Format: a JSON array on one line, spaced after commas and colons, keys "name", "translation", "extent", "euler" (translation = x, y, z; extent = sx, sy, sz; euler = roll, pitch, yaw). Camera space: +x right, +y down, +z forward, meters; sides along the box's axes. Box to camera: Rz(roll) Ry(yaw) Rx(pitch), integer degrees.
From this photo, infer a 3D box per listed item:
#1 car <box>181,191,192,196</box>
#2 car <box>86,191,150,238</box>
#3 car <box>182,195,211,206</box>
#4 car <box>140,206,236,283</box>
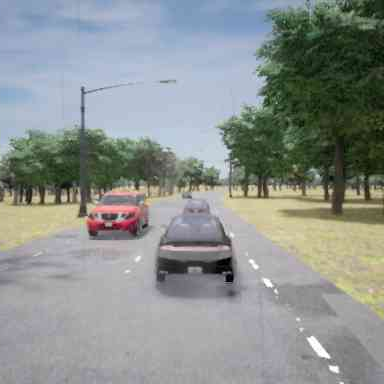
[{"name": "car", "translation": [-0.983, 0.579, 67.711], "extent": [1.837, 1.490, 4.892], "euler": [0, 1, 4]}, {"name": "car", "translation": [-3.445, 0.978, 16.580], "extent": [2.150, 2.045, 5.566], "euler": [0, 1, 0]}, {"name": "car", "translation": [0.366, 1.201, 23.770], "extent": [2.033, 1.411, 5.357], "euler": [0, 1, 2]}, {"name": "car", "translation": [0.106, 1.356, 9.227], "extent": [2.128, 1.511, 4.902], "euler": [0, 1, 1]}]
